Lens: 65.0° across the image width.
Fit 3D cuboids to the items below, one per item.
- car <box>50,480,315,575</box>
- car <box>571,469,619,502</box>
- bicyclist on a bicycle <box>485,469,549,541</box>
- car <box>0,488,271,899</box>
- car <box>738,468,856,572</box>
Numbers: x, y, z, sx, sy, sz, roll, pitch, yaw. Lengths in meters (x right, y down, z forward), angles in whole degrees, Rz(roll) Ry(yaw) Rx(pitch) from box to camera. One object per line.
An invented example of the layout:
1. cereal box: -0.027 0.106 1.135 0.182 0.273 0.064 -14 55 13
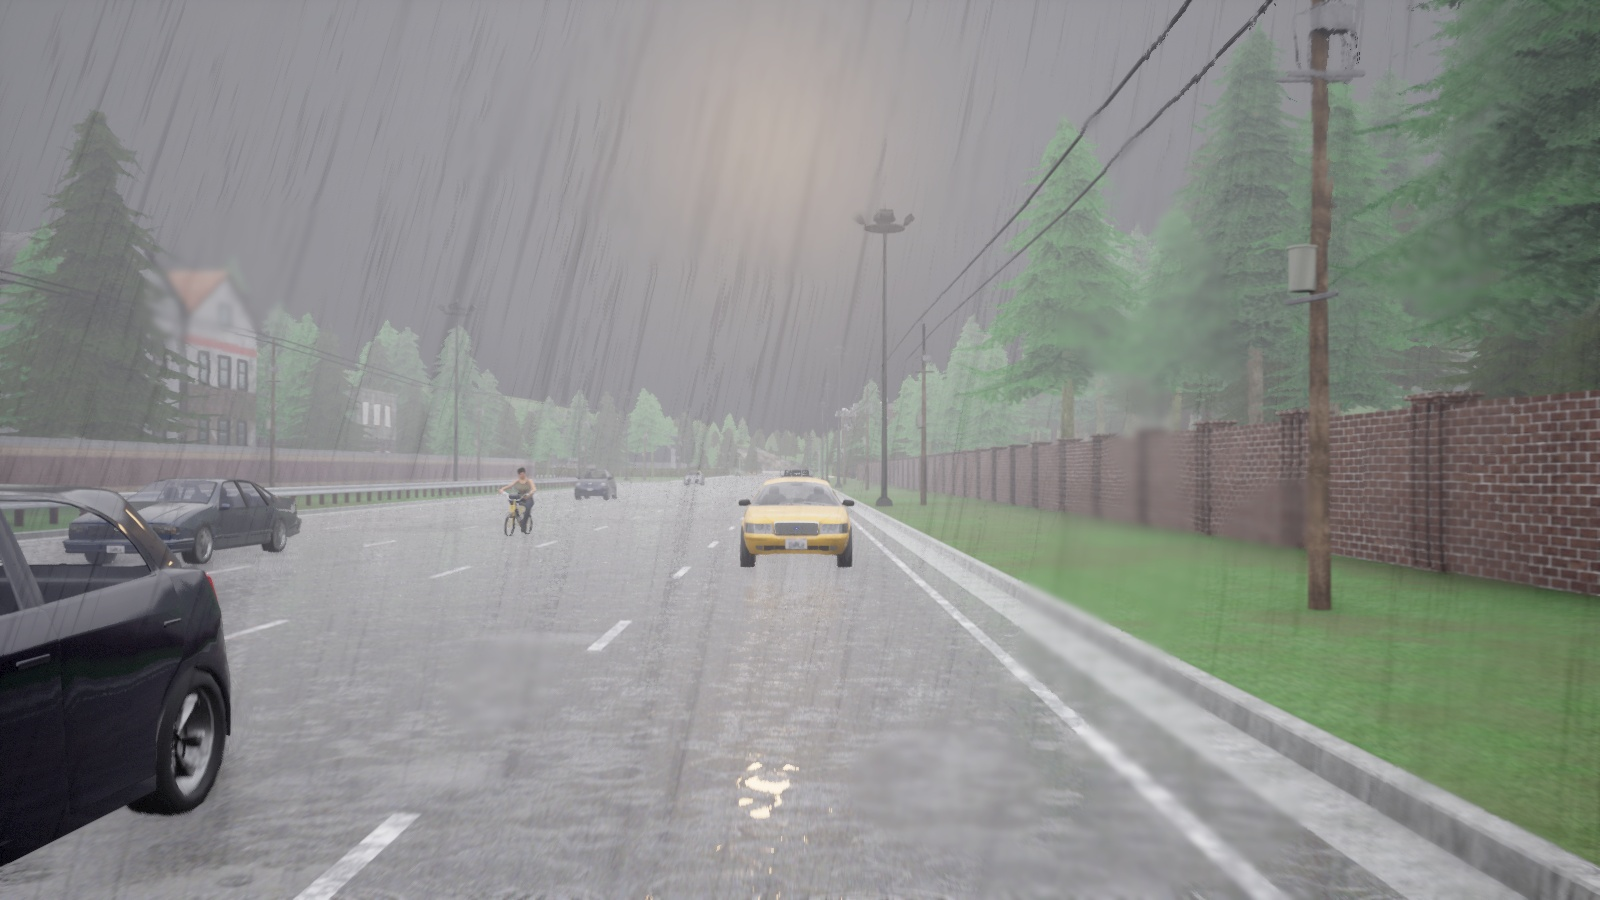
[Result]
1. car: -10.553 1.266 22.035 2.033 1.411 5.357 0 -1 0
2. car: -10.657 1.831 65.572 1.851 1.617 3.988 0 -1 0
3. bicyclist on a bicycle: -6.600 1.259 29.368 0.866 1.612 1.509 2 0 12
4. car: -3.510 0.913 4.326 1.845 1.501 3.633 0 -1 0
5. car: -0.052 1.113 21.895 1.801 1.575 5.366 0 -1 0
